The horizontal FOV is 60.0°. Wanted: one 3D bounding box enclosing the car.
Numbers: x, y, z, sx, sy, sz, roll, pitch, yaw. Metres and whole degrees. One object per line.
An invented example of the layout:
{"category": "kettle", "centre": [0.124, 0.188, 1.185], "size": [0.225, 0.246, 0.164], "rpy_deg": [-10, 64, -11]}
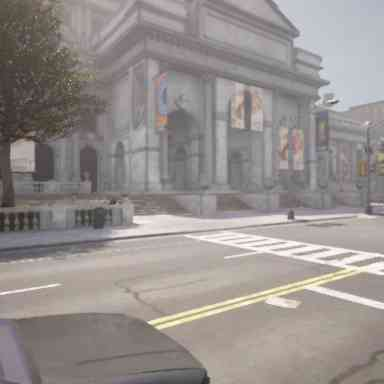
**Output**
{"category": "car", "centre": [-2.392, 1.553, 2.060], "size": [5.357, 1.411, 2.033], "rpy_deg": [0, 0, -35]}
